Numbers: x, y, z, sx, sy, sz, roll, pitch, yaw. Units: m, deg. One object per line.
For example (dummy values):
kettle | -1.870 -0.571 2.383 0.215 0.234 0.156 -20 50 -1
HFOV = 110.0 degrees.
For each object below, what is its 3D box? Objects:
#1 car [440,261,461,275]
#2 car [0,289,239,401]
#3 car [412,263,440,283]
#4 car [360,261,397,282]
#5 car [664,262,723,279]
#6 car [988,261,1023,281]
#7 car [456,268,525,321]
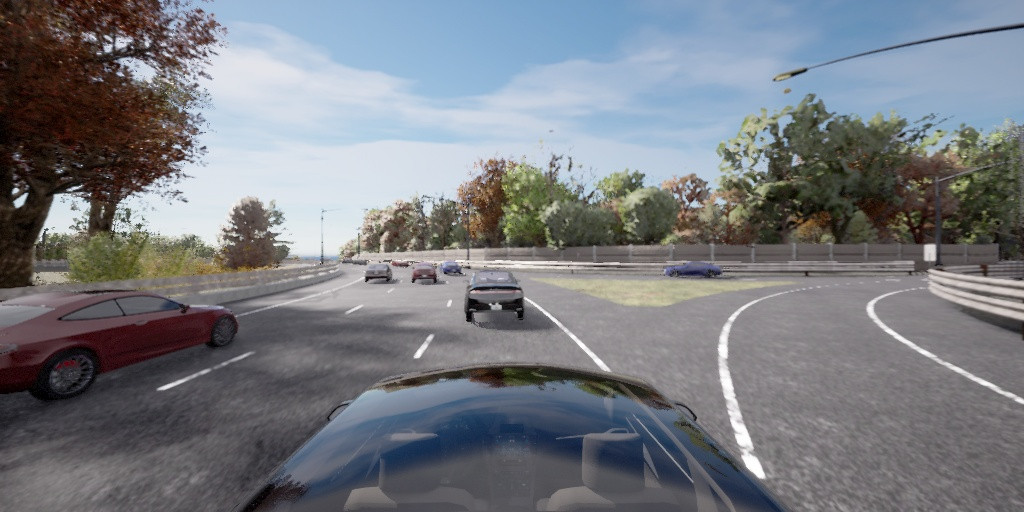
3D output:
car | -6.843 1.314 39.472 1.812 1.442 4.674 0 0 -20
car | -7.164 1.304 6.312 1.812 1.442 4.674 0 0 -2
car | -7.024 1.311 28.788 1.812 1.442 4.674 0 0 -14
car | -10.946 1.347 29.633 2.033 1.411 5.357 0 0 -15
car | 15.984 1.226 31.761 4.674 1.442 1.812 0 0 15
car | 39.083 1.138 27.754 4.674 1.442 1.812 0 0 -12
car | -0.688 1.248 12.598 2.128 1.511 4.902 0 0 -6
